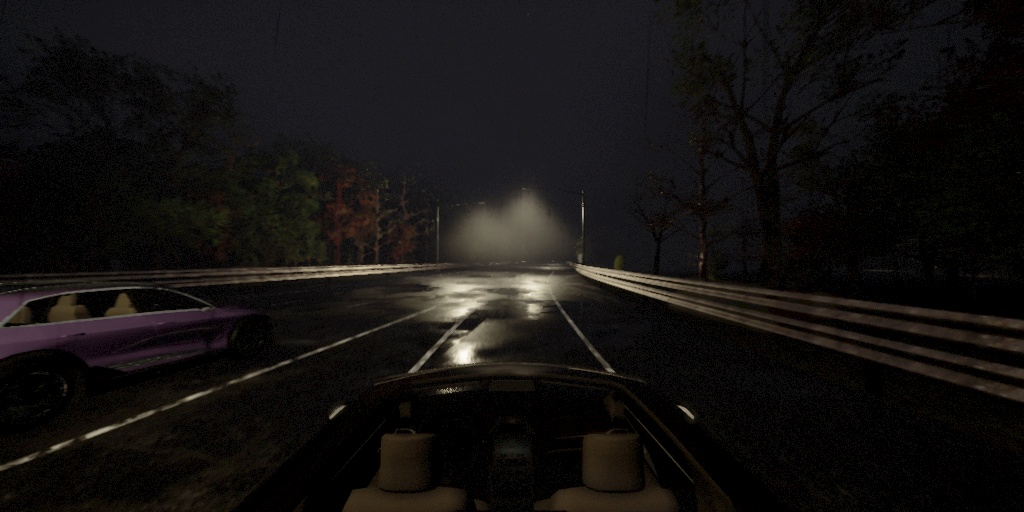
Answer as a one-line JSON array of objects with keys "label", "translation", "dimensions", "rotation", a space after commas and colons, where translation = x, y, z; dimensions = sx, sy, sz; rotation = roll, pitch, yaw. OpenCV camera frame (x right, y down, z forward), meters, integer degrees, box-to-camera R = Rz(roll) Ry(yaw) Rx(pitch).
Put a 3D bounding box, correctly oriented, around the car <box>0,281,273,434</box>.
[{"label": "car", "translation": [-6.214, 1.178, 5.607], "dimensions": [2.033, 1.649, 4.856], "rotation": [0, 0, 8]}]
